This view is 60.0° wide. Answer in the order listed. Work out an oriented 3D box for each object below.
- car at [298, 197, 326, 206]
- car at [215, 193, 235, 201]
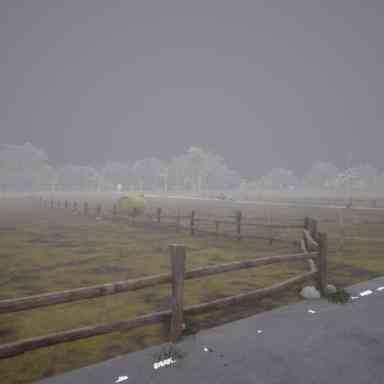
[{"bbox_3d":[18.567,1.489,51.254,1.994,1.385,4.181,1,0,-36],"label":"car"},{"bbox_3d":[6.732,1.095,67.938,1.837,1.490,4.892,1,0,-36],"label":"car"}]
